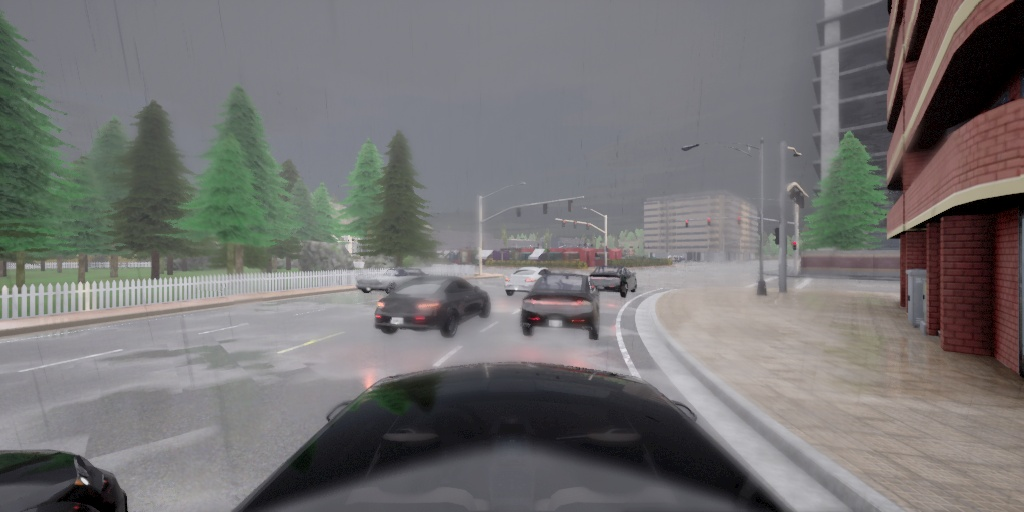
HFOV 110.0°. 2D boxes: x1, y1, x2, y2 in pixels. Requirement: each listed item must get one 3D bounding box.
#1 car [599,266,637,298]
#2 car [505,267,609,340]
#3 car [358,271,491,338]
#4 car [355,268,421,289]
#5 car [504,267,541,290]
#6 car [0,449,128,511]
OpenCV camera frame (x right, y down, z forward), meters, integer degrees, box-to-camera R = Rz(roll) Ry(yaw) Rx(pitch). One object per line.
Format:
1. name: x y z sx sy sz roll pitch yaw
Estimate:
1. car: 5.285 1.242 18.723 2.128 1.511 4.902 0 0 28
2. car: 1.530 1.242 10.094 2.128 1.511 4.902 0 0 14
3. car: -2.017 1.276 10.215 1.812 1.442 4.674 0 0 13
4. car: -6.306 1.351 20.008 1.895 1.301 4.718 0 0 24
5. car: 1.208 1.276 18.723 1.812 1.442 4.674 0 0 26
6. car: -3.170 1.314 0.306 1.994 1.385 4.181 0 0 -3
